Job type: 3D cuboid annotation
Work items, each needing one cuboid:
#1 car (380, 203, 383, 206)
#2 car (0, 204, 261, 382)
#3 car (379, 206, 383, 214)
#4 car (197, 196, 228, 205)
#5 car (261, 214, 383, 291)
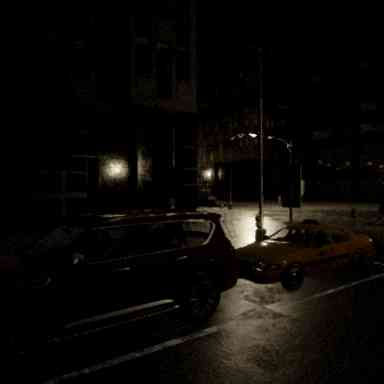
[{"bbox_3d":[15.055,1.156,21.941,2.128,1.511,4.902,-1,0,-36],"label":"car"},{"bbox_3d":[-1.455,1.291,5.607,5.009,1.841,2.192,-1,1,-35],"label":"car"},{"bbox_3d":[7.528,1.364,12.016,4.829,1.417,1.752,-1,1,-35],"label":"car"},{"bbox_3d":[1.932,1.143,40.106,2.033,1.411,5.357,-1,1,-36],"label":"car"},{"bbox_3d":[2.968,1.434,8.763,4.829,1.417,1.752,-1,1,-35],"label":"car"}]
